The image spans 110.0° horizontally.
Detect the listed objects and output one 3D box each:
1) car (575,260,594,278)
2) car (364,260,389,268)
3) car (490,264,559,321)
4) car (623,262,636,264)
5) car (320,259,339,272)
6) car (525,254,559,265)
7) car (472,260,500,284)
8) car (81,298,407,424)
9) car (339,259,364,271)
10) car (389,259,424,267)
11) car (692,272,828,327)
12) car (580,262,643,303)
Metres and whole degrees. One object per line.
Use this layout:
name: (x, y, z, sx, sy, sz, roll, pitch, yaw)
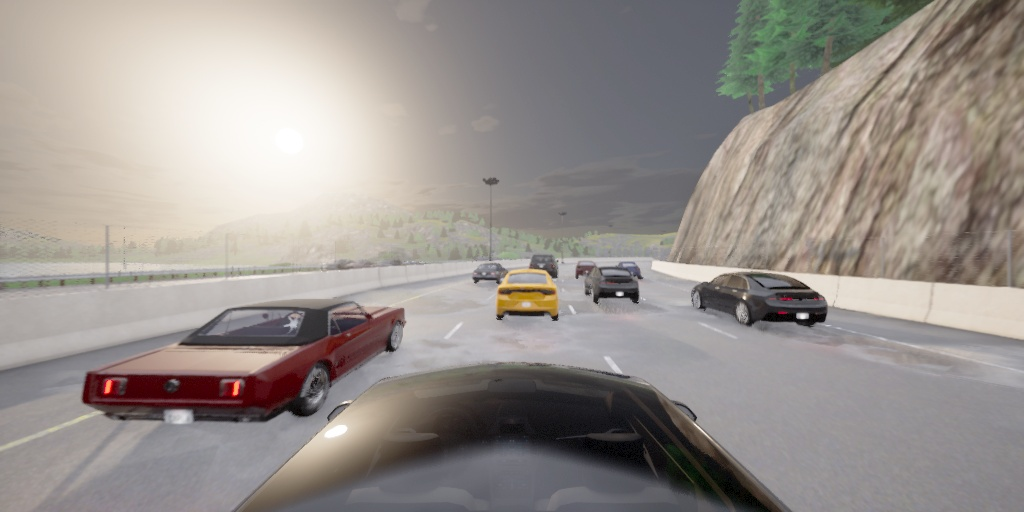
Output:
car: (6.661, 1.148, 32.108, 1.882, 1.535, 5.008, 0, 0, 11)
car: (-13.531, 1.109, 39.083, 1.837, 1.490, 4.892, 0, 0, 12)
car: (0.574, 1.195, 12.480, 1.882, 1.535, 5.008, 0, 0, 4)
car: (10.076, 1.206, 31.339, 1.812, 1.442, 4.674, 0, 0, 11)
car: (-20.107, 1.072, 41.800, 2.128, 1.511, 4.902, 0, 0, 12)
car: (2.687, 0.890, 29.951, 2.150, 2.045, 5.566, 0, 0, 10)
car: (-1.474, 1.218, 26.175, 2.033, 1.411, 5.357, 0, 0, 8)
car: (-3.290, 1.331, 5.839, 1.895, 1.301, 4.718, 0, 0, 2)
car: (-16.871, 1.157, 40.166, 1.994, 1.385, 4.181, 0, 0, 12)
car: (-10.412, 1.181, 36.863, 1.994, 1.385, 4.181, 0, 0, 12)
car: (7.530, 1.243, 11.508, 1.837, 1.490, 4.892, 0, 1, 4)
car: (4.408, 1.219, 16.329, 1.837, 1.490, 4.892, 0, 0, 5)
